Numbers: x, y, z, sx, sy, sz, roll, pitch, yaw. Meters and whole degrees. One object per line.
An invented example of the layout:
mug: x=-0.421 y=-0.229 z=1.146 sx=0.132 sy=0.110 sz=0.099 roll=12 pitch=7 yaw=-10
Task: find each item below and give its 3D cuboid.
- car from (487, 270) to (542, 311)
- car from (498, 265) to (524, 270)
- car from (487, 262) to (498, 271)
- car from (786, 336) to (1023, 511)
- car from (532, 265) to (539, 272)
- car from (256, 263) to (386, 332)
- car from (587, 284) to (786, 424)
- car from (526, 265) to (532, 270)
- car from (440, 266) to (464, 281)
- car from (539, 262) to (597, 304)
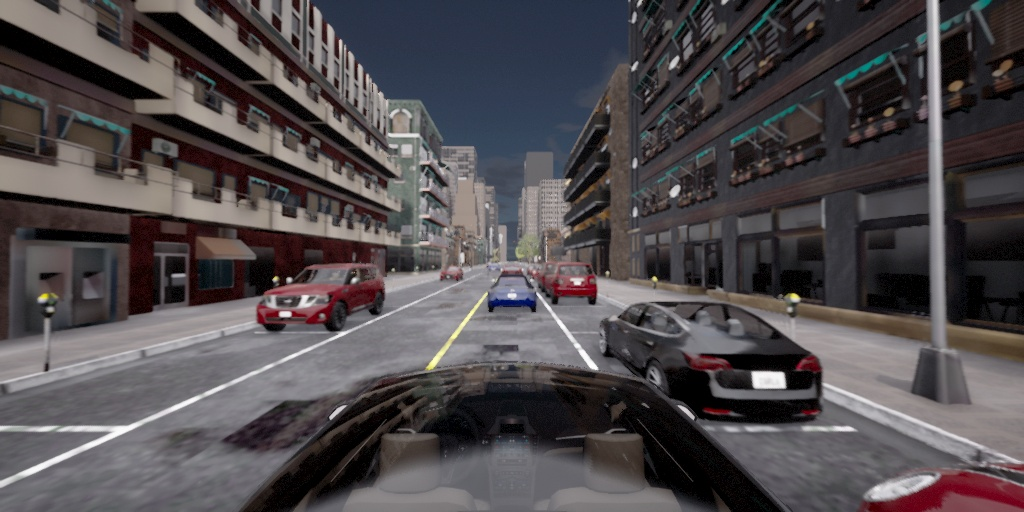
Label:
car: x=0.020 y=1.458 z=15.322 sx=1.994 sy=1.385 sz=4.181 roll=0 pitch=-1 yaw=0
car: x=0.030 y=1.541 z=31.096 sx=1.882 sy=1.535 sz=5.008 roll=0 pitch=0 yaw=0
car: x=-3.007 y=1.926 z=60.020 sx=1.812 sy=1.442 sz=4.674 roll=0 pitch=-1 yaw=0
car: x=2.690 y=1.174 z=0.167 sx=1.967 sy=1.591 sz=4.097 roll=0 pitch=0 yaw=0
car: x=2.695 y=1.288 z=22.826 sx=2.192 sy=1.841 sz=5.009 roll=0 pitch=0 yaw=0
car: x=-5.687 y=1.168 z=11.500 sx=2.192 sy=1.841 sz=5.009 roll=0 pitch=0 yaw=0
car: x=2.691 y=1.359 z=5.832 sx=1.948 sy=1.339 sz=4.313 roll=0 pitch=0 yaw=0
car: x=2.698 y=1.538 z=34.153 sx=1.967 sy=1.591 sz=4.097 roll=0 pitch=0 yaw=0
car: x=-5.682 y=1.643 z=34.156 sx=1.888 sy=1.381 sz=4.507 roll=0 pitch=0 yaw=0
car: x=2.694 y=1.227 z=17.161 sx=2.192 sy=1.841 sz=5.009 roll=0 pitch=0 yaw=0
